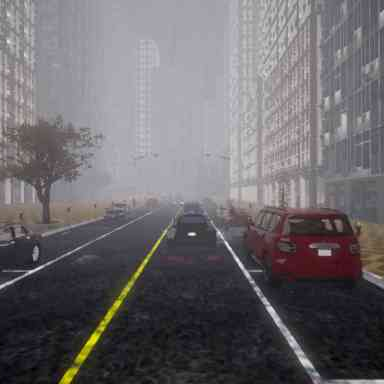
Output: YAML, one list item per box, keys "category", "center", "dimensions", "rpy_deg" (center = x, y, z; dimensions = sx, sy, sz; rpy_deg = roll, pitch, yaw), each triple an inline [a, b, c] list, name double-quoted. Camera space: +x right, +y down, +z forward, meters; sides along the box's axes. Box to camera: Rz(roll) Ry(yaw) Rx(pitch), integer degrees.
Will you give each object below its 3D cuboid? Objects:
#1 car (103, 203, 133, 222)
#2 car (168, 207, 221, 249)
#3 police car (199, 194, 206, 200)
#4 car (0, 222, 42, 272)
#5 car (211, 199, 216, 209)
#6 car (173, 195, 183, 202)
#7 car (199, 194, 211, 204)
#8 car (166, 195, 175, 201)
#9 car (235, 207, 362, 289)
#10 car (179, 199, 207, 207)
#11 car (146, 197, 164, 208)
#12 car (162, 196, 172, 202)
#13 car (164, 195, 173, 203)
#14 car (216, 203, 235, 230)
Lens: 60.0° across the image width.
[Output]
- category: "car"
  center: [-5.682, 1.553, 26.058]
  dimensions: [2.008, 1.369, 4.403]
  rpy_deg: [1, 0, 0]
- category: "car"
  center: [0.001, 1.575, 14.650]
  dimensions: [1.994, 1.385, 4.181]
  rpy_deg: [0, 0, 0]
- category: "police car"
  center: [3.000, 1.409, 95.498]
  dimensions: [1.930, 1.638, 5.238]
  rpy_deg: [0, 0, 0]
- category: "car"
  center: [-5.682, 1.551, 9.129]
  dimensions: [2.008, 1.369, 4.403]
  rpy_deg: [1, 0, 0]
- category: "car"
  center: [2.699, 1.527, 26.247]
  dimensions: [1.752, 1.417, 4.829]
  rpy_deg: [1, 0, 0]
- category: "car"
  center: [-2.999, 1.429, 75.961]
  dimensions: [1.882, 1.535, 5.008]
  rpy_deg: [0, 0, 0]
- category: "car"
  center: [2.699, 1.548, 59.925]
  dimensions: [2.008, 1.369, 4.403]
  rpy_deg: [1, 0, 0]
- category: "car"
  center: [-5.682, 1.553, 88.128]
  dimensions: [1.947, 1.339, 4.313]
  rpy_deg: [1, 0, 0]
- category: "car"
  center: [2.701, 1.315, 9.153]
  dimensions: [2.192, 1.841, 5.009]
  rpy_deg: [1, 0, 0]
- category: "car"
  center: [0.001, 1.576, 29.650]
  dimensions: [1.994, 1.385, 4.181]
  rpy_deg: [0, 0, 0]
- category: "car"
  center: [-5.682, 1.545, 48.629]
  dimensions: [1.887, 1.381, 4.507]
  rpy_deg: [1, 0, 0]
- category: "car"
  center: [-5.682, 1.537, 76.843]
  dimensions: [1.887, 1.381, 4.507]
  rpy_deg: [1, 0, 0]
- category: "car"
  center: [-5.682, 1.519, 71.030]
  dimensions: [1.752, 1.417, 4.829]
  rpy_deg: [1, 0, 0]
- category: "car"
  center: [2.698, 1.584, 20.435]
  dimensions: [1.802, 1.307, 4.206]
  rpy_deg: [1, 0, 0]
